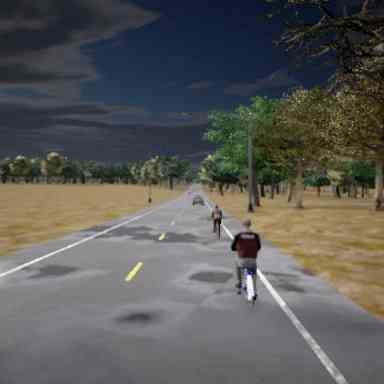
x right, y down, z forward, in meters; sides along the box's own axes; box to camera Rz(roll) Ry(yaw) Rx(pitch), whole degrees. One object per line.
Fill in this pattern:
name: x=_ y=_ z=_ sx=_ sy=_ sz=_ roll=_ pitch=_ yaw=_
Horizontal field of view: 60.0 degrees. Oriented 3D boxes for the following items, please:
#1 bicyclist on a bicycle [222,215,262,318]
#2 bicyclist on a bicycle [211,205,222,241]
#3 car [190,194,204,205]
bicyclist on a bicycle: x=1.044 y=1.374 z=6.559 sx=0.659 sy=1.776 sz=1.843 roll=0 pitch=0 yaw=1
bicyclist on a bicycle: x=1.191 y=1.459 z=15.764 sx=0.582 sy=1.620 sz=1.656 roll=0 pitch=0 yaw=1
car: x=1.069 y=1.433 z=57.773 sx=2.128 sy=1.511 sz=4.902 roll=0 pitch=0 yaw=1
